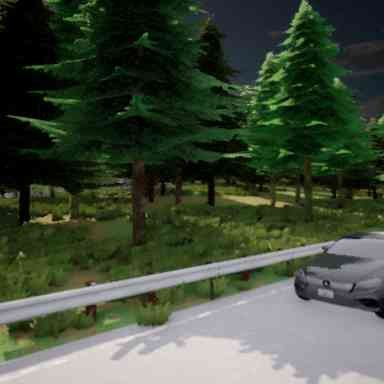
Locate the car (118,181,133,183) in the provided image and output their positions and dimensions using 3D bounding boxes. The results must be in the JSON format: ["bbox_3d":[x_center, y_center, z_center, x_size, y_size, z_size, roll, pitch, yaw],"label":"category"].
[{"bbox_3d":[-10.620,-1.100,51.873,1.994,1.385,4.181,-2,3,41],"label":"car"}]

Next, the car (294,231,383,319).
[{"bbox_3d":[4.289,1.697,7.899,4.674,1.442,1.812,1,-2,-42],"label":"car"}]
